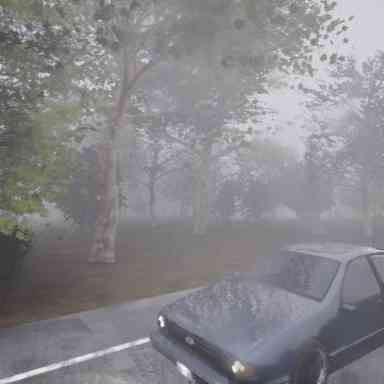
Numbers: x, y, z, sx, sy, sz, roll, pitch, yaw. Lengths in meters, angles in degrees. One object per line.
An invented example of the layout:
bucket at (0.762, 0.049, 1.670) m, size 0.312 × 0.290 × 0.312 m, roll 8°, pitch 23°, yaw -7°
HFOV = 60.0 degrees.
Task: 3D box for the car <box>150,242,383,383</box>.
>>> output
car at (2.073, 1.556, 5.183) m, size 5.357 × 1.411 × 2.033 m, roll 0°, pitch 0°, yaw -36°
